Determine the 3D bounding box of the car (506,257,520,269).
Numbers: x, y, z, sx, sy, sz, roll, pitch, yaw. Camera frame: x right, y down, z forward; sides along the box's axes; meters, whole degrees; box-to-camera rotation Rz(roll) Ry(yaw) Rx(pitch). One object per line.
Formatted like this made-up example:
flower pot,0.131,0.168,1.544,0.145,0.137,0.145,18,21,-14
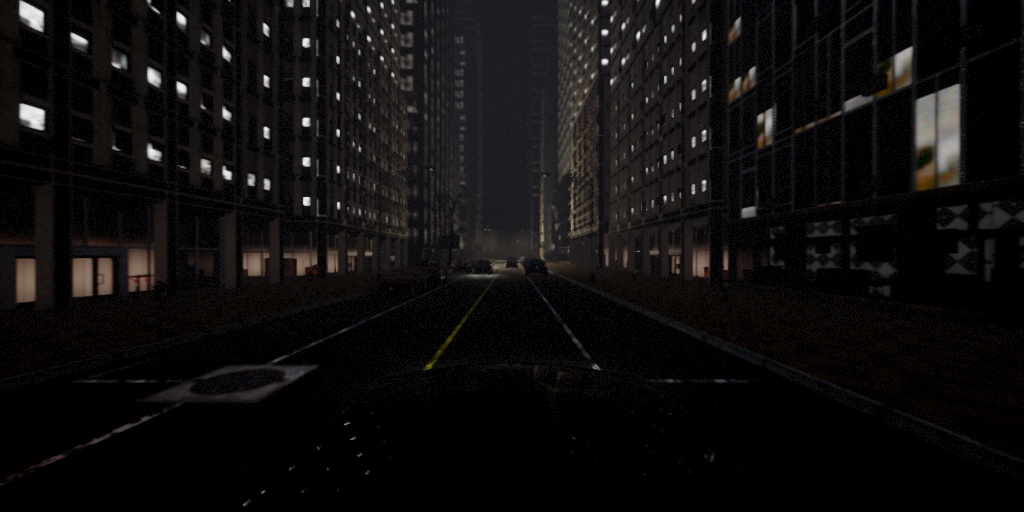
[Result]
car,0.015,1.298,55.594,1.895,1.301,4.718,0,0,0

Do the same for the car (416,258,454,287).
car,-5.686,1.052,24.794,2.192,1.841,5.009,0,0,0

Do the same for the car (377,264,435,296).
car,-5.687,1.287,19.095,1.888,1.381,4.507,0,0,0

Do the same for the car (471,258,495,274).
car,-3.079,1.225,40.067,1.837,1.490,4.892,0,0,0

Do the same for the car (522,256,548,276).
car,2.394,1.078,36.386,2.097,1.767,4.553,0,0,0

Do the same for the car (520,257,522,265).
car,2.702,1.015,53.281,2.192,1.841,5.009,0,0,0

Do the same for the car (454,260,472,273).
car,-5.682,1.158,41.889,1.967,1.591,4.097,0,0,0
